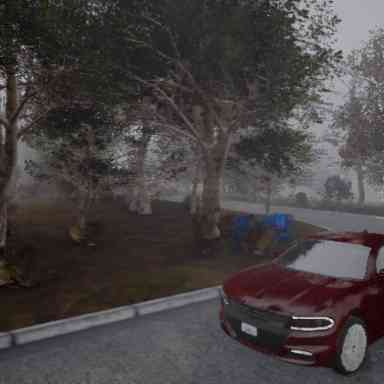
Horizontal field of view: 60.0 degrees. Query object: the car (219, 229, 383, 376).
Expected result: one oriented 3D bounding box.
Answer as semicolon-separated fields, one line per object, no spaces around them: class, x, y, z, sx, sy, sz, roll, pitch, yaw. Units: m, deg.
car;2.656;1.468;5.799;5.008;1.535;1.882;0;0;-39
